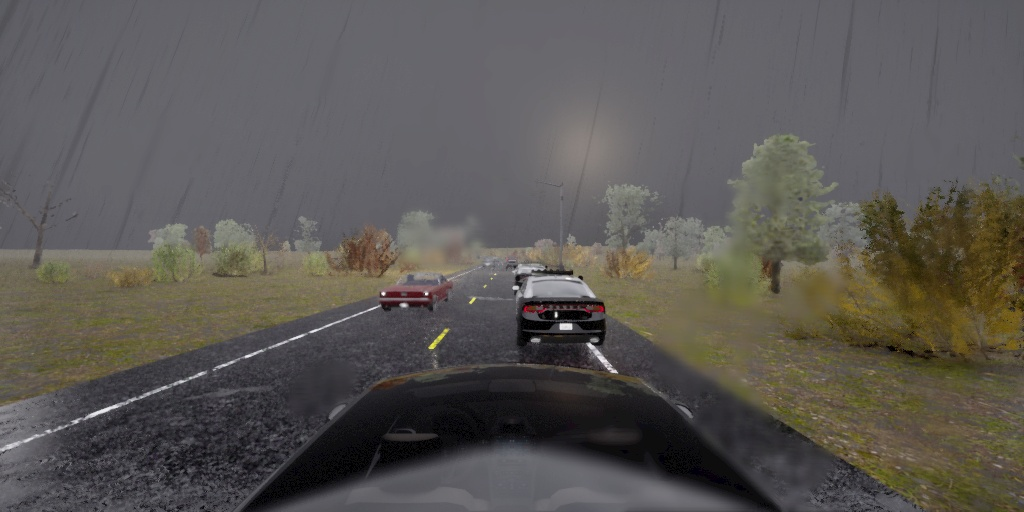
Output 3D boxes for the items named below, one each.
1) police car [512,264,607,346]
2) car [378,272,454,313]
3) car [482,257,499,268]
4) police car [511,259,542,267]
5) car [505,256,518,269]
[{"bbox_3d":[1.048,1.170,9.555,1.930,1.638,5.238,0,0,0],"label":"police car"},{"bbox_3d":[-3.604,1.341,14.192,1.895,1.301,4.718,0,0,0],"label":"car"},{"bbox_3d":[-3.617,1.143,55.811,2.128,1.511,4.902,0,0,0],"label":"car"},{"bbox_3d":[1.046,1.159,19.557,1.930,1.638,5.238,0,0,0],"label":"police car"},{"bbox_3d":[0.046,1.166,52.623,1.837,1.490,4.892,0,0,0],"label":"car"}]
